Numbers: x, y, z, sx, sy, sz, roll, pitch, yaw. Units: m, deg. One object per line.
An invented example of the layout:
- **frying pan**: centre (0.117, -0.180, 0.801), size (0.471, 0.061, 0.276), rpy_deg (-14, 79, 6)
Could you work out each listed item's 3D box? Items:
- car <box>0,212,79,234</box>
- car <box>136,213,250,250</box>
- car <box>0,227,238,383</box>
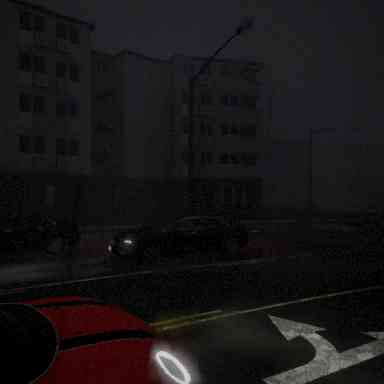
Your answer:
- **car**: centre (-6.558, 1.505, 11.952), size (4.892, 1.490, 1.837), rpy_deg (0, 0, -31)
- **car**: centre (-0.341, 1.491, 11.434), size (4.902, 1.511, 2.128), rpy_deg (0, 0, -26)
- **car**: centre (-2.124, 1.352, 2.106), size (4.553, 1.767, 2.097), rpy_deg (0, 0, -36)
